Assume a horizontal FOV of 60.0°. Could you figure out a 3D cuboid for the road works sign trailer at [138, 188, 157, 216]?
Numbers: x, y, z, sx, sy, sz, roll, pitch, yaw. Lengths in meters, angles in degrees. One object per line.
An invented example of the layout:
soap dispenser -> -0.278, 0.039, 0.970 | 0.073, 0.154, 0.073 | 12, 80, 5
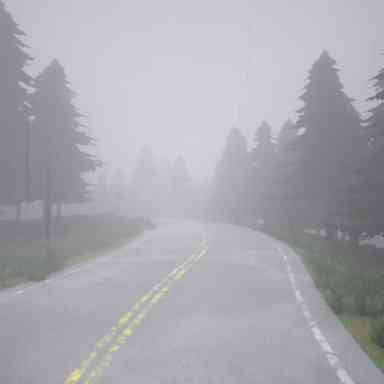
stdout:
road works sign trailer -> -6.071, 1.421, 41.850 | 2.880, 3.560, 2.380 | -4, -7, 39
